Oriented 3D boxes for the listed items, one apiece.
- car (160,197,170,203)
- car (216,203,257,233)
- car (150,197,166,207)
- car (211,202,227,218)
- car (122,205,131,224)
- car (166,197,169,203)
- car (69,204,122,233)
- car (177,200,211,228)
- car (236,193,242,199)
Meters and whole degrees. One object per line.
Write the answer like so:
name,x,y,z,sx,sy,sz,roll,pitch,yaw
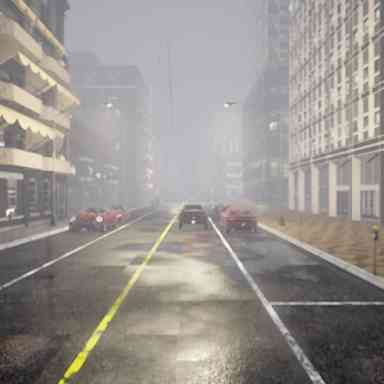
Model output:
car,-5.788,1.703,72.026,1.802,1.307,4.206,0,0,0
car,2.678,1.571,19.575,1.887,1.381,4.507,0,0,0
car,-5.726,1.636,53.461,2.008,1.369,4.403,0,0,0
car,2.670,1.594,30.872,2.008,1.369,4.403,0,0,0
car,-5.706,1.618,25.218,1.802,1.307,4.206,0,0,0
car,-5.729,1.646,59.109,2.008,1.369,4.403,0,0,0
car,-5.703,1.468,19.569,1.967,1.590,4.097,0,0,0
car,0.087,1.536,22.261,1.837,1.490,4.892,0,0,0
car,14.633,1.185,92.002,5.009,1.841,2.192,-1,1,-1
